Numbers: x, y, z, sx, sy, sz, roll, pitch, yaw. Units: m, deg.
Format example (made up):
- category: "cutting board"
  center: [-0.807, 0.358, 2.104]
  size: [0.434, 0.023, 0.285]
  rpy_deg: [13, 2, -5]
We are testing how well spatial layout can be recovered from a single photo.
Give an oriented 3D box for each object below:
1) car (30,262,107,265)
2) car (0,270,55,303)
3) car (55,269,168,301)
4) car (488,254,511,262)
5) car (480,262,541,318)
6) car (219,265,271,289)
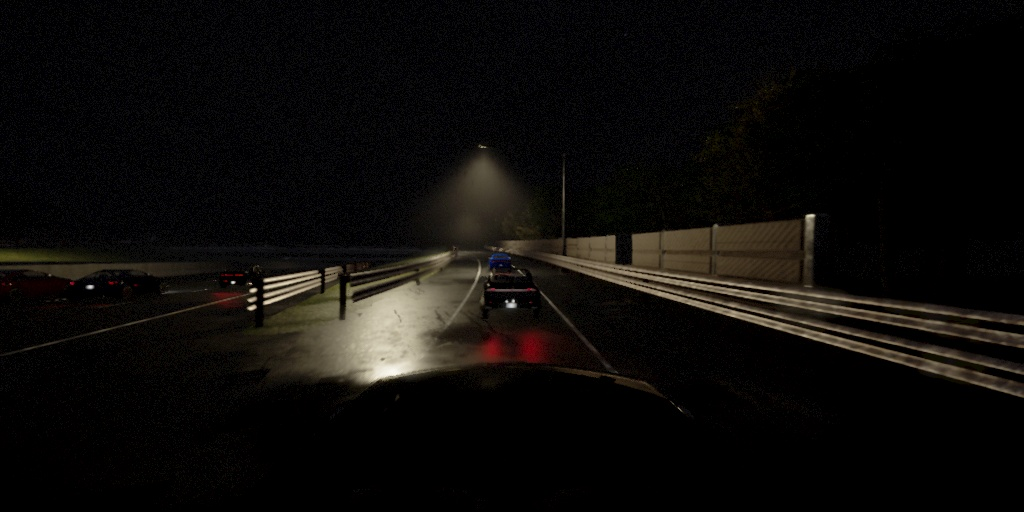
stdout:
- category: "car"
  center: [-38.827, 1.288, 31.562]
  size: [1.812, 1.442, 4.674]
  rpy_deg: [1, -1, -19]
- category: "car"
  center: [-22.278, 1.303, 16.165]
  size: [1.994, 1.385, 4.181]
  rpy_deg: [1, -1, -19]
- category: "car"
  center: [-19.053, 1.336, 17.553]
  size: [1.994, 1.385, 4.181]
  rpy_deg: [1, -1, -19]
- category: "car"
  center: [-1.108, 0.535, 32.440]
  size: [1.882, 1.535, 5.008]
  rpy_deg: [0, 2, -4]
- category: "car"
  center: [-0.084, 1.154, 12.641]
  size: [2.128, 1.511, 4.902]
  rpy_deg: [0, 1, -2]
- category: "car"
  center: [-17.642, 1.342, 23.956]
  size: [1.837, 1.490, 4.892]
  rpy_deg: [1, -1, -19]
